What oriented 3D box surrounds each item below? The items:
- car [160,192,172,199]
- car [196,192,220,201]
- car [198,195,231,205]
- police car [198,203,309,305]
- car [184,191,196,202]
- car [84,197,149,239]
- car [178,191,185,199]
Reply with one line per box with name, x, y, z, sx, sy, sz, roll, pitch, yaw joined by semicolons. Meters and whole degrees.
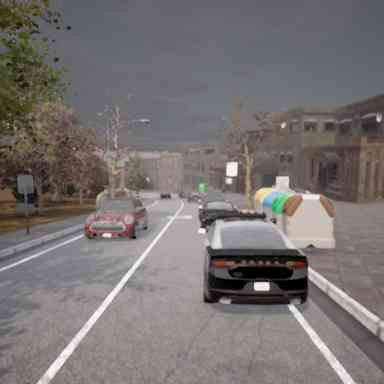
car;-4.622;0.610;58.249;1.895;1.301;4.718;-1;1;-8
car;1.512;0.927;23.910;2.097;1.767;4.553;0;1;1
car;1.389;1.160;17.919;1.882;1.535;5.008;0;1;1
police car;1.186;1.283;7.983;1.930;1.638;5.238;0;1;1
car;0.293;0.681;46.831;1.812;1.442;4.674;-1;1;-5
car;-3.315;1.076;15.378;2.097;1.767;4.553;0;1;1
car;-1.252;0.479;60.155;1.994;1.385;4.181;-1;1;-11
